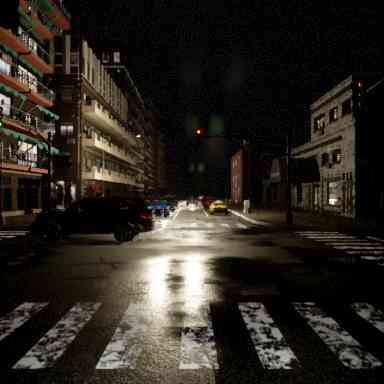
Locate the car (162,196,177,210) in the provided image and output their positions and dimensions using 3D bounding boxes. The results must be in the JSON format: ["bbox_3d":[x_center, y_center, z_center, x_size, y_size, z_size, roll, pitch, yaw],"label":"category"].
[{"bbox_3d":[-3.123,1.550,39.940,1.812,1.442,4.674,0,0,0],"label":"car"}]

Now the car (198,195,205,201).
[{"bbox_3d":[2.600,1.632,89.364,1.752,1.417,4.829,0,0,0],"label":"car"}]

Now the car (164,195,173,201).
[{"bbox_3d":[-5.774,1.534,83.645,1.967,1.590,4.097,0,0,0],"label":"car"}]

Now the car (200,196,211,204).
[{"bbox_3d":[2.624,1.613,67.037,2.008,1.369,4.403,0,0,0],"label":"car"}]

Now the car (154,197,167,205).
[{"bbox_3d":[-5.751,1.603,61.488,2.008,1.369,4.403,0,0,0],"label":"car"}]

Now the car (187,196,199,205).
[{"bbox_3d":[0.036,1.652,60.408,1.895,1.301,4.718,0,0,0],"label":"car"}]

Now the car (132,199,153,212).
[{"bbox_3d":[-5.728,1.549,39.161,1.752,1.417,4.829,0,0,0],"label":"car"}]

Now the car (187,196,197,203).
[{"bbox_3d":[-0.026,1.613,70.617,2.033,1.411,5.357,0,0,0],"label":"car"}]

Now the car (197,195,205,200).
[{"bbox_3d":[2.594,1.670,94.733,2.008,1.369,4.403,0,0,0],"label":"car"}]

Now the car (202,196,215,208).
[{"bbox_3d":[2.647,1.612,44.880,1.802,1.307,4.206,0,0,0],"label":"car"}]

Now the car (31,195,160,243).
[{"bbox_3d":[-4.503,1.223,15.640,5.566,2.045,2.150,0,0,0],"label":"car"}]

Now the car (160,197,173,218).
[{"bbox_3d":[-3.131,1.494,30.662,1.882,1.535,5.008,0,0,0],"label":"car"}]

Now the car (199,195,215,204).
[{"bbox_3d":[2.642,1.351,50.420,2.192,1.841,5.009,0,0,0],"label":"car"}]

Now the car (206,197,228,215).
[{"bbox_3d":[2.658,1.544,33.972,1.752,1.417,4.829,0,0,0],"label":"car"}]

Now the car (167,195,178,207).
[{"bbox_3d":[-3.126,1.541,50.008,1.837,1.490,4.892,0,0,0],"label":"car"}]

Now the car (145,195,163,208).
[{"bbox_3d":[-5.739,1.351,50.410,2.192,1.841,5.009,0,0,0],"label":"car"}]

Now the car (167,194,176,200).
[{"bbox_3d":[-5.785,1.434,94.725,2.192,1.841,5.009,0,0,0],"label":"car"}]
